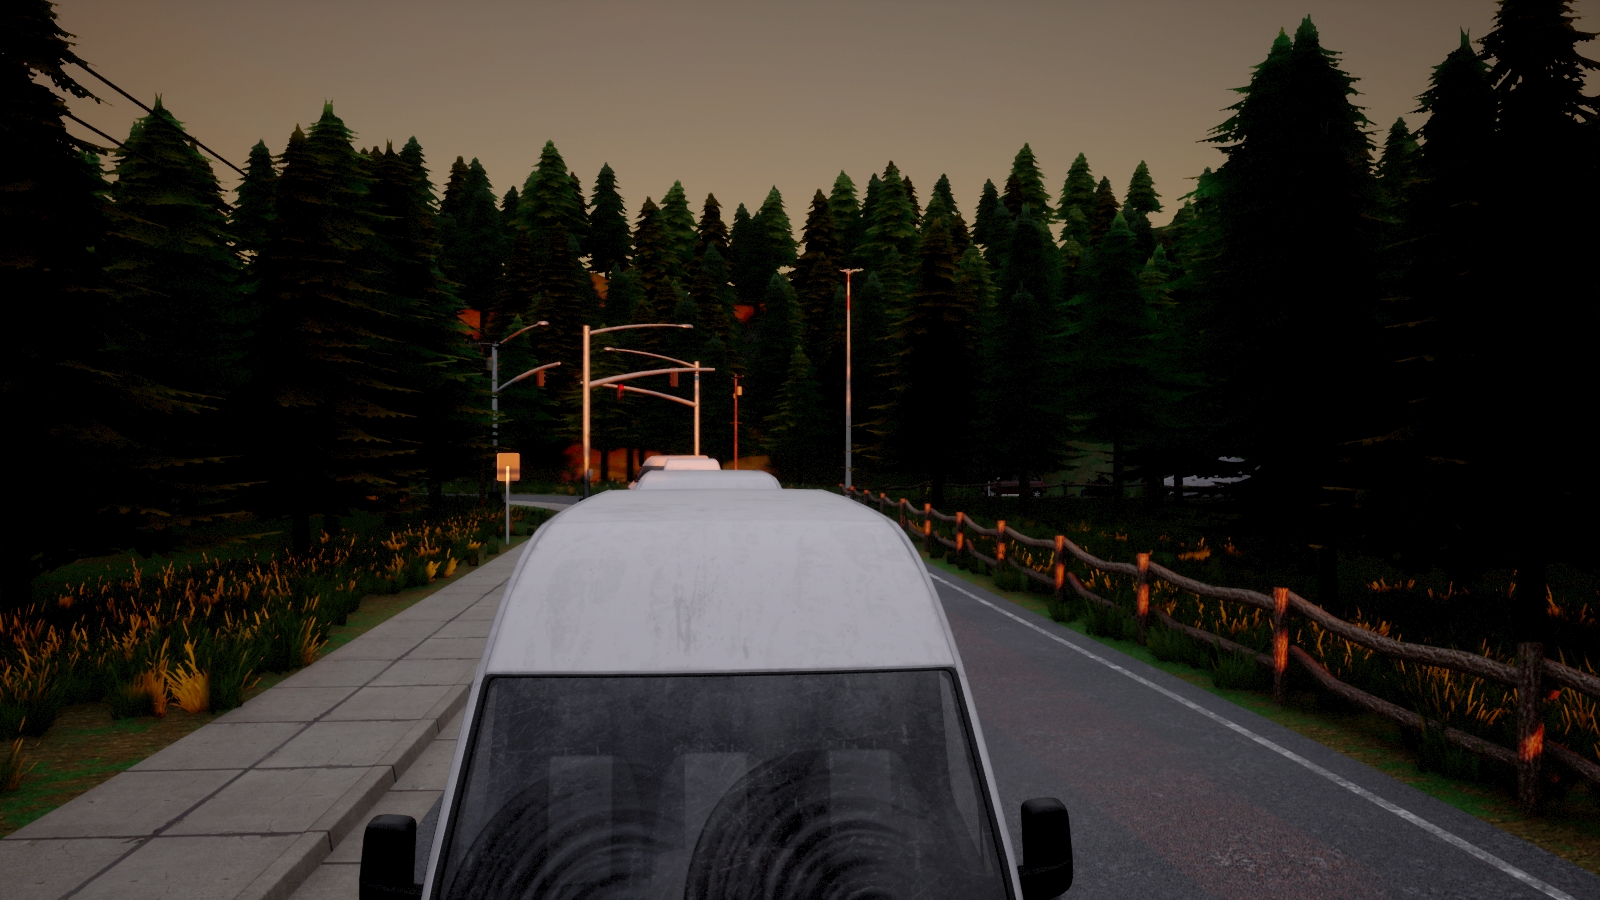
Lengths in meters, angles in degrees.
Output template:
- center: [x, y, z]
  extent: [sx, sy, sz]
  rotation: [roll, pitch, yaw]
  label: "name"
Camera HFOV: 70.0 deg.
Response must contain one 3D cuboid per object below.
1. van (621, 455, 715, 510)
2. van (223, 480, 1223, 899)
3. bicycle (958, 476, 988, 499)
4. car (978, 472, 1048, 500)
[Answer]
- center: [-6.375, 1.515, 56.025]
  extent: [1.988, 2.561, 5.915]
  rotation: [0, 0, 22]
  label: "van"
- center: [-0.360, 1.499, 5.226]
  extent: [1.988, 2.561, 5.915]
  rotation: [0, 0, -5]
  label: "van"
- center: [9.876, 2.158, 65.277]
  extent: [1.487, 1.276, 0.859]
  rotation: [0, 0, -6]
  label: "bicycle"
- center: [12.149, 2.026, 65.282]
  extent: [3.705, 1.549, 1.789]
  rotation: [0, 0, 3]
  label: "car"
